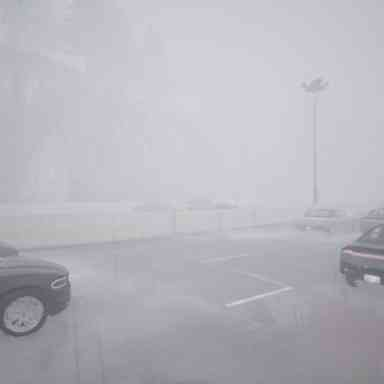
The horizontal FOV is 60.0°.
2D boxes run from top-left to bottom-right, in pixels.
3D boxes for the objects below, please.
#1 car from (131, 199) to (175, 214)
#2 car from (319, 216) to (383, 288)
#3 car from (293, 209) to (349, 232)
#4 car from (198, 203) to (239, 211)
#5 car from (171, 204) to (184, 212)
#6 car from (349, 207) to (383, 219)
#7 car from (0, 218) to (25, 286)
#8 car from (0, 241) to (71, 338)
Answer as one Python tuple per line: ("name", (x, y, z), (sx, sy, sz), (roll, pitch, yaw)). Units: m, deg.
("car", (-4.251, 1.580, 36.708), (4.674, 1.442, 1.812), (0, 0, -42))
("car", (5.453, 1.495, 8.065), (4.902, 1.511, 2.128), (0, 0, -38))
("car", (7.872, 1.616, 19.166), (4.718, 1.301, 1.895), (0, 0, -41))
("car", (2.249, 1.599, 28.455), (4.181, 1.385, 1.994), (0, 0, -41))
("car", (0.118, 1.393, 31.250), (4.553, 1.767, 2.097), (0, 0, -42))
("car", (10.062, 1.500, 16.467), (4.902, 1.511, 2.128), (0, 0, -41))
("car", (-6.707, 1.524, 7.665), (4.892, 1.490, 1.837), (0, 0, -35))
("car", (-4.447, 1.491, 4.971), (5.008, 1.535, 1.882), (0, 0, -35))
